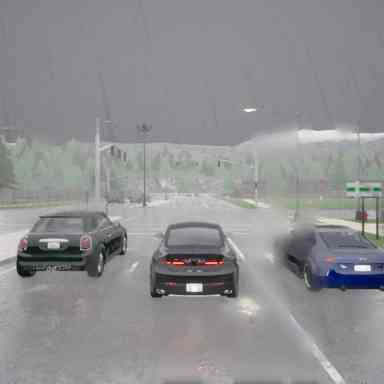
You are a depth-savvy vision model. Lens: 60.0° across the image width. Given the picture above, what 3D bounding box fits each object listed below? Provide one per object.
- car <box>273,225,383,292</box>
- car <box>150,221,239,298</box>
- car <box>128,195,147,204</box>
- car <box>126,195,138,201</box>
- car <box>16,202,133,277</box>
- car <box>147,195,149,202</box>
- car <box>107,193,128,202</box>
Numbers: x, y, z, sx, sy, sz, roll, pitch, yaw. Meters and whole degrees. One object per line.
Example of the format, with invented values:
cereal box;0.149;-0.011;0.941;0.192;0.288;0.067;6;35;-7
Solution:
car;3.571;1.564;8.965;1.994;1.385;4.181;0;0;0
car;0.063;1.505;8.514;1.837;1.490;4.892;0;0;0
car;-10.763;1.492;64.515;2.128;1.511;4.902;0;0;2
car;-14.064;1.312;78.537;1.994;1.385;4.181;0;0;1
car;-3.426;1.352;10.399;2.097;1.767;4.553;0;0;0
car;-10.618;1.514;75.066;2.128;1.511;4.902;0;0;1
car;-14.354;1.219;62.822;2.150;2.045;5.566;0;0;1
